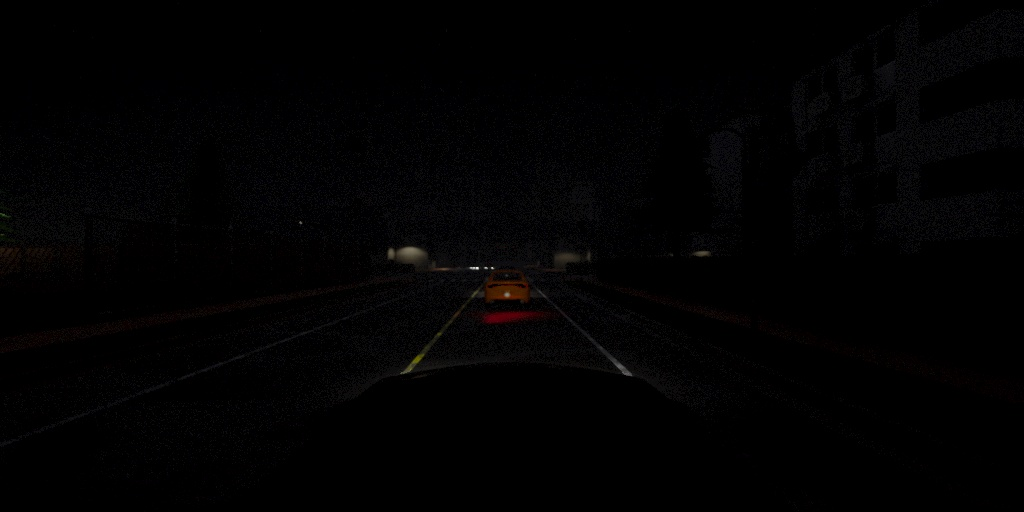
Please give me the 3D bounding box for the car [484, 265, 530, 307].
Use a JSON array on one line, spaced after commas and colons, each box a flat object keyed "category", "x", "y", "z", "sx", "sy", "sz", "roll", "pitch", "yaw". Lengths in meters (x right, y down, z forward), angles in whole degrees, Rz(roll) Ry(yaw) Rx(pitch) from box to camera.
[{"category": "car", "x": -0.216, "y": 1.364, "z": 16.390, "sx": 1.882, "sy": 1.535, "sz": 5.008, "roll": 0, "pitch": 0, "yaw": -1}]
